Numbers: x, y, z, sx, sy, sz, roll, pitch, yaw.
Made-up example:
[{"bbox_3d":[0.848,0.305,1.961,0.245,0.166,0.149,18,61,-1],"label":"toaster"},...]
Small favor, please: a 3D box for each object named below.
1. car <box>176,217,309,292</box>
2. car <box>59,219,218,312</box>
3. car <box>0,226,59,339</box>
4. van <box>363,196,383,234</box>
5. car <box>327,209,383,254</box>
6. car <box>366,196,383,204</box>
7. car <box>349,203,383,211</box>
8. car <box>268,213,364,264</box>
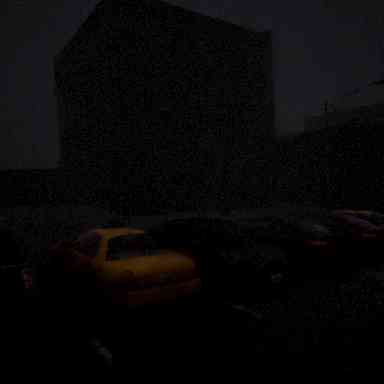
[{"bbox_3d":[0.483,1.501,9.312,2.163,1.488,4.792,0,0,-36],"label":"car"},{"bbox_3d":[-1.914,1.473,7.866,1.946,1.575,5.366,0,0,-35],"label":"car"},{"bbox_3d":[-4.165,1.354,5.995,2.185,1.767,4.553,0,0,-35],"label":"car"},{"bbox_3d":[11.658,1.227,17.461,1.878,1.987,4.442,0,0,-35],"label":"van"},{"bbox_3d":[4.910,1.504,12.502,2.002,1.452,4.674,0,0,-35],"label":"car"},{"bbox_3d":[9.437,1.205,15.768,2.435,2.045,5.566,0,0,-35],"label":"car"},{"bbox_3d":[7.391,1.457,14.047,1.946,1.575,5.366,0,0,-35],"label":"car"},{"bbox_3d":[2.739,1.508,10.953,2.002,1.452,4.674,0,0,-35],"label":"car"}]
